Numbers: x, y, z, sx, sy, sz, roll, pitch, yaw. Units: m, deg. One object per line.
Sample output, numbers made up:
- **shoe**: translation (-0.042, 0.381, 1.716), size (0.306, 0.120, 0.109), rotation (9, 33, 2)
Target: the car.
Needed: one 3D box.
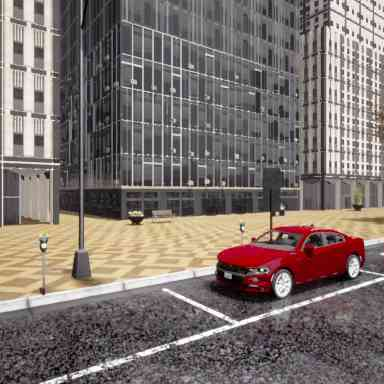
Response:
- **car**: translation (2.596, 1.545, 8.414), size (4.507, 1.381, 1.887), rotation (0, 0, -36)
